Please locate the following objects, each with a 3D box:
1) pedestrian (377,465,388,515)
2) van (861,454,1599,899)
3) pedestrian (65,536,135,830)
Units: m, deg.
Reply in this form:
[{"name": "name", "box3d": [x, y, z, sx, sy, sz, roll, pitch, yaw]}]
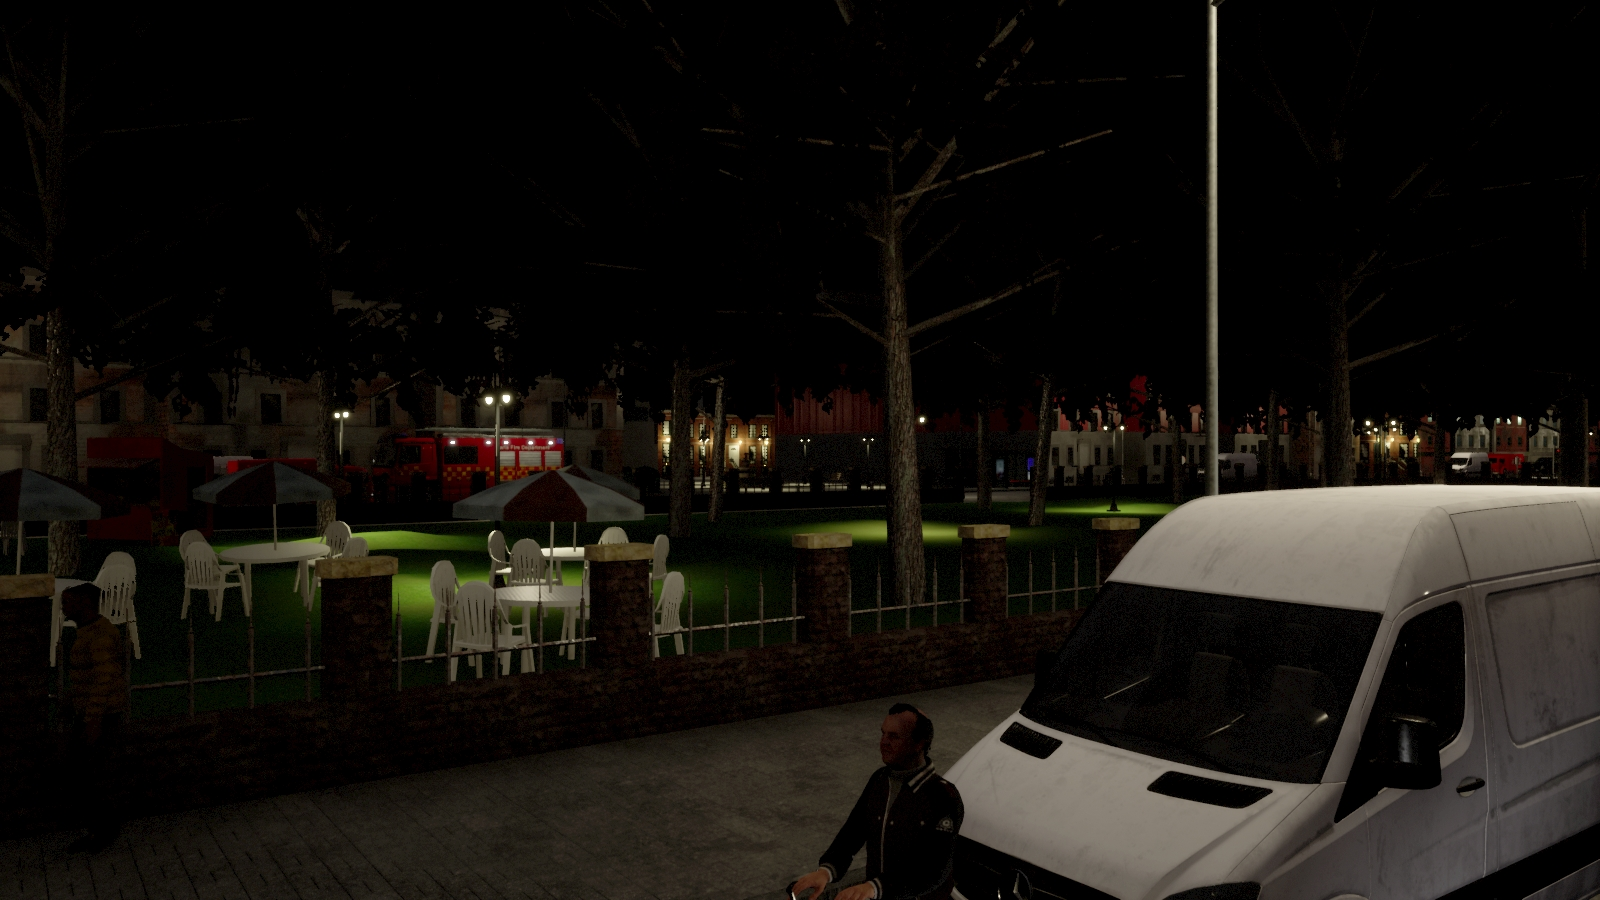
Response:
[{"name": "pedestrian", "box3d": [-15.972, 1.525, 43.691, 0.375, 1.860, 0.375, 0, 0, -18]}, {"name": "van", "box3d": [3.302, 1.314, 6.746, 5.915, 2.561, 1.988, 0, 0, -35]}, {"name": "pedestrian", "box3d": [-4.681, 1.525, 7.638, 0.375, 1.860, 0.375, 0, 0, -35]}]
